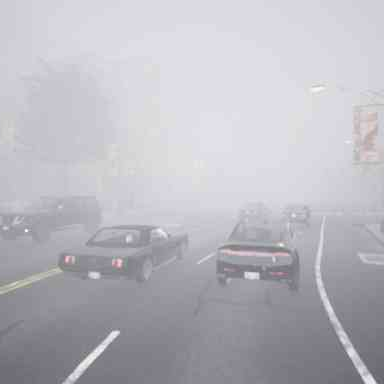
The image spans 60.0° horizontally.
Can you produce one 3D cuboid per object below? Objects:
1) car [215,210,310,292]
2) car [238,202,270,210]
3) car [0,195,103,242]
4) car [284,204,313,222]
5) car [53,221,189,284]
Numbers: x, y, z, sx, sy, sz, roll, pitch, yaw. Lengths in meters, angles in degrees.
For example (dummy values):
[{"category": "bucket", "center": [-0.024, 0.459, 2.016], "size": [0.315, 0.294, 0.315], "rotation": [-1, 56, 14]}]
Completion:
[{"category": "car", "center": [1.957, 1.476, 9.024], "size": [2.128, 1.511, 4.902], "rotation": [0, 0, 18]}, {"category": "car", "center": [5.047, 1.502, 26.772], "size": [2.033, 1.411, 5.357], "rotation": [0, 0, 22]}, {"category": "car", "center": [-6.780, 1.175, 16.552], "size": [2.150, 2.045, 5.566], "rotation": [0, 0, 23]}, {"category": "car", "center": [7.273, 1.512, 22.982], "size": [2.033, 1.411, 5.357], "rotation": [0, 0, 22]}, {"category": "car", "center": [-1.562, 1.579, 9.608], "size": [1.895, 1.301, 4.718], "rotation": [0, 0, 16]}]
